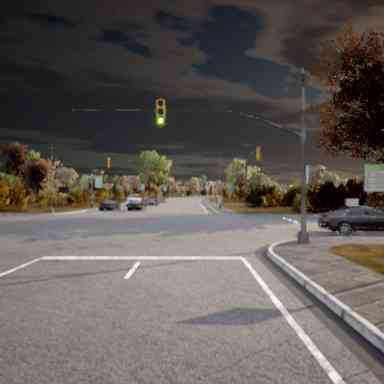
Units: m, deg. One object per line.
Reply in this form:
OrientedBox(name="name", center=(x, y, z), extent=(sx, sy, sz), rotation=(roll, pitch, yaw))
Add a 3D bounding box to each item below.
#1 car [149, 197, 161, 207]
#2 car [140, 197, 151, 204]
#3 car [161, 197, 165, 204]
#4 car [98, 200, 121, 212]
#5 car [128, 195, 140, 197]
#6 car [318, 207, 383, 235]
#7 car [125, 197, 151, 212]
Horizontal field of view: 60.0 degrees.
OrientedBox(name="car", center=(-7.030, 1.816, 58.296), extent=(1.994, 1.385, 4.181), rotation=(0, 0, 0))
OrientedBox(name="car", center=(-10.433, 1.818, 75.519), extent=(1.837, 1.490, 4.892), rotation=(0, 0, 0))
OrientedBox(name="car", center=(-6.939, 1.816, 73.349), extent=(1.837, 1.490, 4.892), rotation=(0, 0, 0))
OrientedBox(name="car", center=(-10.564, 1.733, 43.021), extent=(2.033, 1.411, 5.357), rotation=(0, 0, 0))
OrientedBox(name="car", center=(-10.517, 1.482, 60.032), extent=(2.150, 2.045, 5.566), rotation=(0, 0, 0))
OrientedBox(name="car", center=(9.653, 1.593, 18.618), extent=(4.892, 1.490, 1.837), rotation=(0, 0, 3))
OrientedBox(name="car", center=(-7.064, 1.733, 43.012), extent=(2.033, 1.411, 5.357), rotation=(0, 0, 0))
